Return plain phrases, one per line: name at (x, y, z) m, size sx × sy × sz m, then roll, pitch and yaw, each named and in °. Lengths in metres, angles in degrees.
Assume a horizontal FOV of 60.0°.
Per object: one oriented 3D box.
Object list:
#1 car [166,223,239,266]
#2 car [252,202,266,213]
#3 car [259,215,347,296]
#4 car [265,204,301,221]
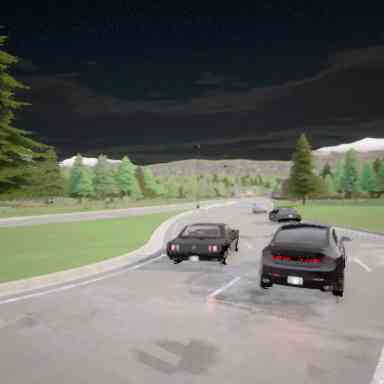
car at (0.625, 1.790, 12.404) m, size 1.895 × 1.301 × 4.718 m, roll -1°, pitch -1°, yaw 14°
car at (9.230, 2.099, 44.902) m, size 1.812 × 1.442 × 4.674 m, roll -1°, pitch -1°, yaw 6°
car at (3.149, 1.610, 9.108) m, size 1.837 × 1.490 × 4.892 m, roll 0°, pitch 0°, yaw 24°
car at (7.815, 1.895, 28.172) m, size 1.994 × 1.385 × 4.181 m, roll -1°, pitch -1°, yaw 1°
